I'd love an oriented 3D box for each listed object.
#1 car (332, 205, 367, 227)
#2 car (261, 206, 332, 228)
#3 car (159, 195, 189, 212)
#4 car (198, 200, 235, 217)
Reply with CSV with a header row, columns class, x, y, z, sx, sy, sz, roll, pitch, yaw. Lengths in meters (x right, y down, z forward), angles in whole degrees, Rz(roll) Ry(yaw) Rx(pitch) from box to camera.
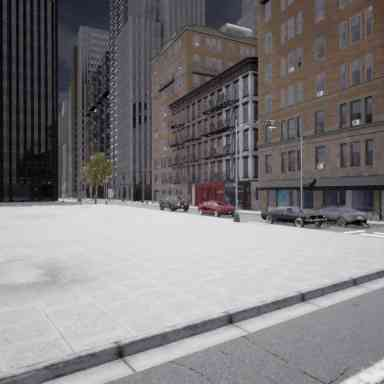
class,x,y,z,sx,sy,sz,roll,pitch,yaw
car,9.911,1.623,23.240,1.994,1.385,4.181,0,0,-27
car,6.953,1.676,23.092,1.895,1.301,4.718,0,0,-26
car,-2.360,1.412,42.017,2.150,2.045,5.566,0,0,-27
car,2.321,1.608,32.490,1.882,1.535,5.008,0,0,-26
